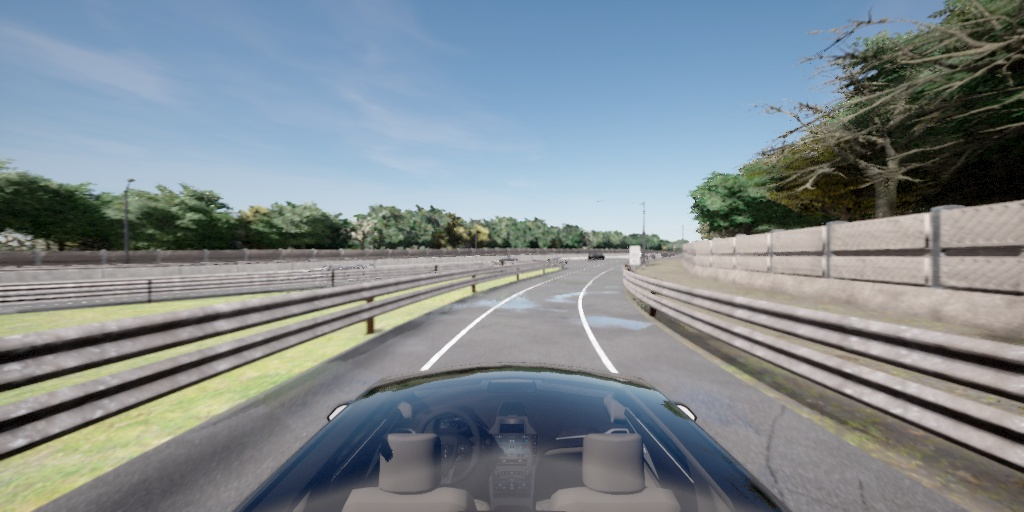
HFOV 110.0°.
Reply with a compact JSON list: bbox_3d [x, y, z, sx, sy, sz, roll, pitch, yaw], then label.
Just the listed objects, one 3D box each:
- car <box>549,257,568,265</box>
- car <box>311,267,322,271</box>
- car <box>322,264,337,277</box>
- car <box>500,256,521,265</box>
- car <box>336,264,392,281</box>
[{"bbox_3d":[8.399,0.832,64.128,1.994,1.385,4.181,1,2,39],"label":"car"},{"bbox_3d":[-19.905,1.578,40.607,1.895,1.301,4.718,1,2,39],"label":"car"},{"bbox_3d":[-17.197,1.606,38.390,1.895,1.301,4.718,1,2,39],"label":"car"},{"bbox_3d":[-0.152,0.803,64.732,2.128,1.511,4.902,1,1,39],"label":"car"},{"bbox_3d":[-14.505,1.537,36.151,2.128,1.511,4.902,1,2,39],"label":"car"}]
